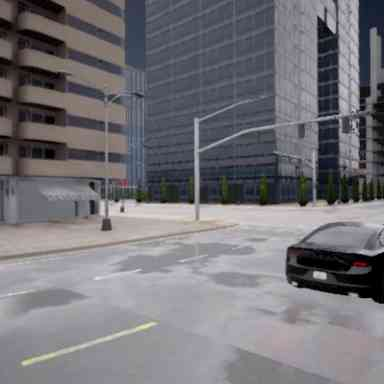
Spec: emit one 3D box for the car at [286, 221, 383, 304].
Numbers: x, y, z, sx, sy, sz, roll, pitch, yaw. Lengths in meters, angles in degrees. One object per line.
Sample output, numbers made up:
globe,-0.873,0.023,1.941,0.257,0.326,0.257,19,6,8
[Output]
car,4.163,1.461,8.288,1.882,1.535,5.008,0,0,43
